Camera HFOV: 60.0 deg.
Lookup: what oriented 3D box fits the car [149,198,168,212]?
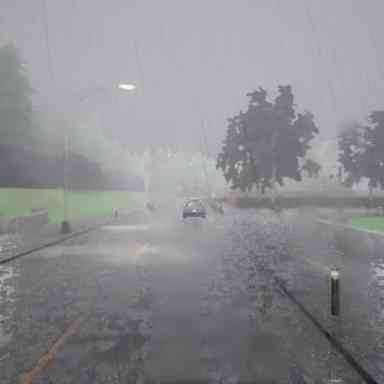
[{"bbox_3d":[-3.947,1.512,39.752,2.128,1.511,4.902,0,0,1],"label":"car"}]

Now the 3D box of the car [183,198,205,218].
[{"bbox_3d":[0.192,1.571,30.688,1.994,1.385,4.181,0,0,0],"label":"car"}]

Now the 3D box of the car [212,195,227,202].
[{"bbox_3d":[6.533,1.464,71.865,5.357,1.415,2.033,0,0,-40],"label":"car"}]
